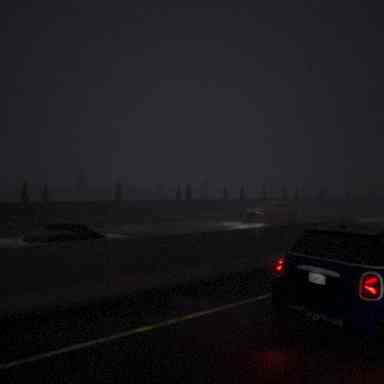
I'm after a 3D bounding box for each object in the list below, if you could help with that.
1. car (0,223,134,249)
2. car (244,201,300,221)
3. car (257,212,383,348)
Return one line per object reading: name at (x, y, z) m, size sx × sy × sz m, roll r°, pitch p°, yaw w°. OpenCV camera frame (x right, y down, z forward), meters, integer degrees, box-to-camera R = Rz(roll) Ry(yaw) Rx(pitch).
car at (-4.160, 1.600, 9.624) m, size 4.718 × 1.301 × 1.895 m, roll 0°, pitch 0°, yaw -36°
car at (6.202, 1.473, 25.628) m, size 5.008 × 1.535 × 1.882 m, roll 0°, pitch 0°, yaw -36°
car at (3.657, 1.351, 6.360) m, size 4.553 × 1.767 × 2.097 m, roll 0°, pitch 0°, yaw -36°
